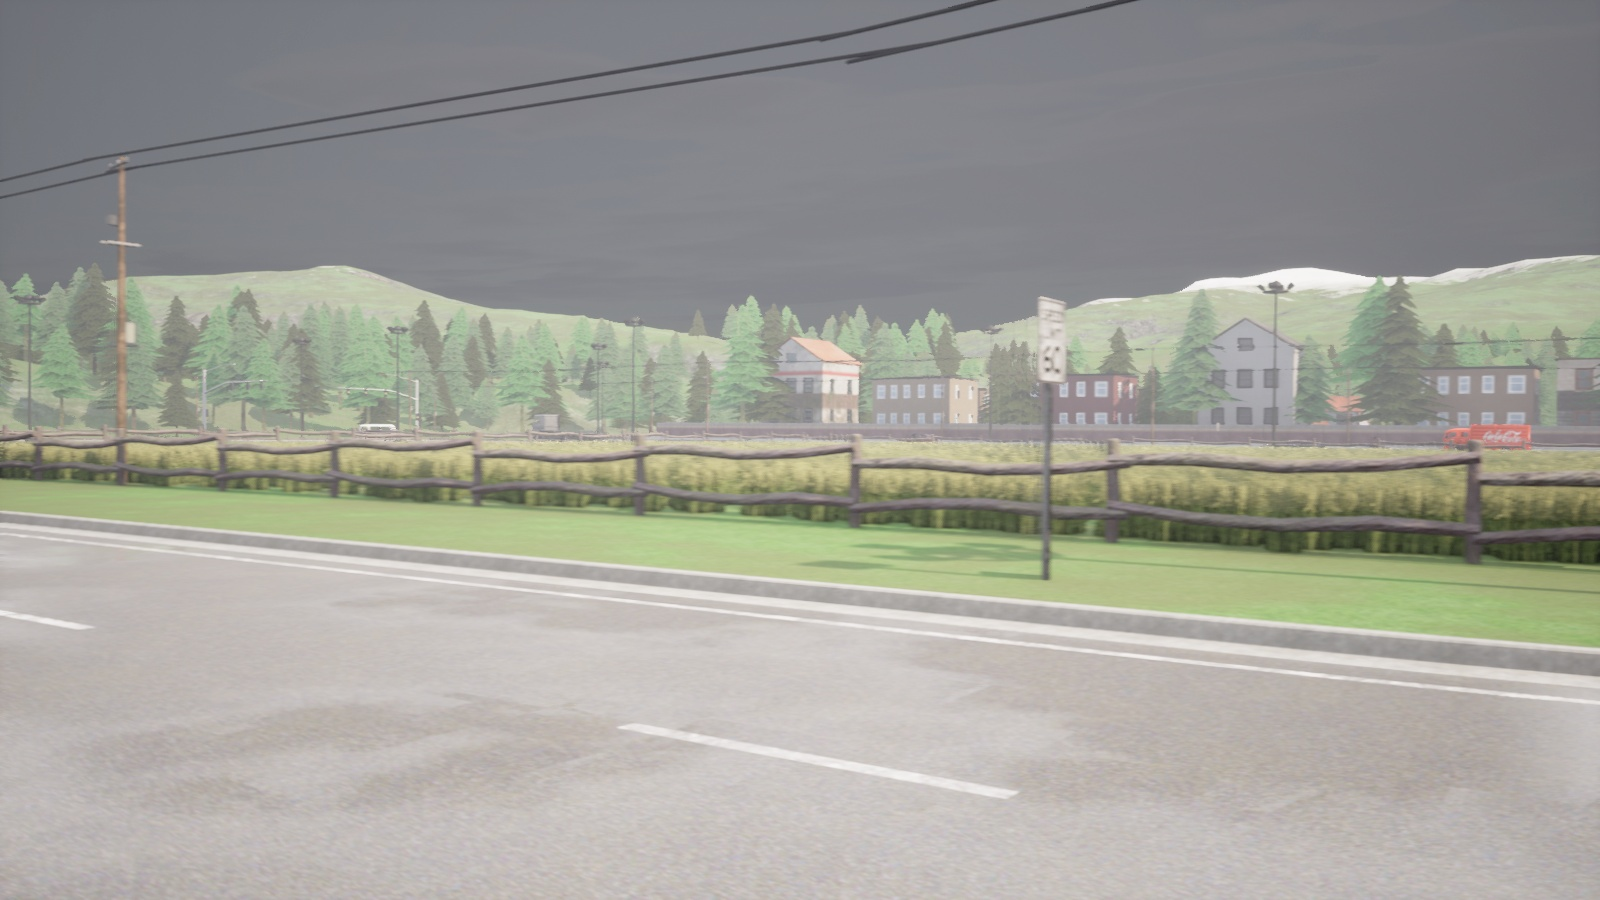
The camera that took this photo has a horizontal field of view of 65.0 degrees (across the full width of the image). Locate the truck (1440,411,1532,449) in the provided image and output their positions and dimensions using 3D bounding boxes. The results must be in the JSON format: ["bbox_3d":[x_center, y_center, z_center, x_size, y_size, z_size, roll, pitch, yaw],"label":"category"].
[{"bbox_3d":[46.178,-1.328,84.563,5.204,2.467,2.627,0,1,34],"label":"truck"}]
